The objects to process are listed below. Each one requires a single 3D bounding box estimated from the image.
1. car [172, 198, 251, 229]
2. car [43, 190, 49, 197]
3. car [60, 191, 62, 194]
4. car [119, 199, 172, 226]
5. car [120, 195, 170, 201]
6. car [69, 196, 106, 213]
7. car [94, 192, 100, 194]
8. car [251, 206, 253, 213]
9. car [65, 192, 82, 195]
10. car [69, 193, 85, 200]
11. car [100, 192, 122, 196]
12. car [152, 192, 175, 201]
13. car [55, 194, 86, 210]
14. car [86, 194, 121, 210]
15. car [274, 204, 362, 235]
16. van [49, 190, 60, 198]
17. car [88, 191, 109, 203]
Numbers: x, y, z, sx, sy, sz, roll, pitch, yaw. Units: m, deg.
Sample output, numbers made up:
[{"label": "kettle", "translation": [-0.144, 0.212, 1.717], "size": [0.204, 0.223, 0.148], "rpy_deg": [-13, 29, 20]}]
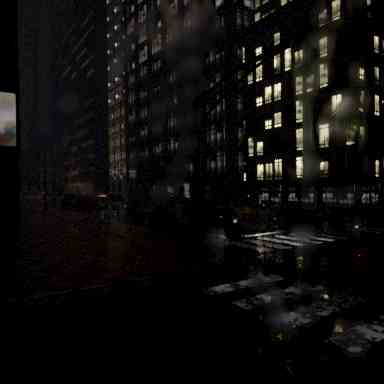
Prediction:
[{"label": "car", "translation": [1.085, 1.382, 21.034], "size": [2.128, 1.511, 4.902], "rpy_deg": [-1, 1, -34]}, {"label": "car", "translation": [-35.712, 0.688, 84.621], "size": [2.008, 1.369, 4.403], "rpy_deg": [-1, 1, -35]}, {"label": "car", "translation": [-21.731, 0.946, 59.756], "size": [1.837, 1.490, 4.892], "rpy_deg": [-1, 1, -34]}, {"label": "car", "translation": [-2.930, 1.455, 22.371], "size": [2.008, 1.369, 4.403], "rpy_deg": [-1, 1, -35]}, {"label": "car", "translation": [-4.185, 1.315, 28.689], "size": [1.837, 1.490, 4.892], "rpy_deg": [-1, 1, -35]}, {"label": "car", "translation": [-10.562, 1.354, 33.390], "size": [1.947, 1.339, 4.313], "rpy_deg": [-1, 1, -35]}, {"label": "car", "translation": [-16.187, 1.076, 51.743], "size": [2.033, 1.411, 5.357], "rpy_deg": [-1, 1, -34]}, {"label": "car", "translation": [3.064, 1.278, 28.322], "size": [1.752, 1.417, 4.829], "rpy_deg": [-1, 1, -35]}, {"label": "car", "translation": [-15.912, 1.132, 45.782], "size": [1.837, 1.490, 4.892], "rpy_deg": [-1, 1, -34]}, {"label": "car", "translation": [-22.903, 0.889, 66.045], "size": [1.887, 1.381, 4.507], "rpy_deg": [-1, 1, -35]}, {"label": "car", "translation": [-12.007, 1.009, 51.033], "size": [1.837, 1.490, 4.892], "rpy_deg": [-1, 1, -35]}, {"label": "car", "translation": [-3.688, 0.963, 38.177], "size": [2.192, 1.841, 5.009], "rpy_deg": [-1, 1, -35]}, {"label": "car", "translation": [-13.766, 1.289, 38.034], "size": [2.008, 1.369, 4.403], "rpy_deg": [-1, 1, -35]}, {"label": "car", "translation": [-10.035, 1.246, 37.189], "size": [1.812, 1.442, 4.674], "rpy_deg": [-1, 1, -35]}, {"label": "car", "translation": [6.779, 1.403, 18.434], "size": [1.837, 1.490, 4.892], "rpy_deg": [-1, 2, -35]}, {"label": "van", "translation": [-32.510, 0.531, 79.974], "size": [1.690, 1.788, 3.998], "rpy_deg": [-1, 1, -35]}, {"label": "car", "translation": [-15.992, 0.795, 56.750], "size": [2.097, 1.767, 4.553], "rpy_deg": [-1, 1, -35]}]
